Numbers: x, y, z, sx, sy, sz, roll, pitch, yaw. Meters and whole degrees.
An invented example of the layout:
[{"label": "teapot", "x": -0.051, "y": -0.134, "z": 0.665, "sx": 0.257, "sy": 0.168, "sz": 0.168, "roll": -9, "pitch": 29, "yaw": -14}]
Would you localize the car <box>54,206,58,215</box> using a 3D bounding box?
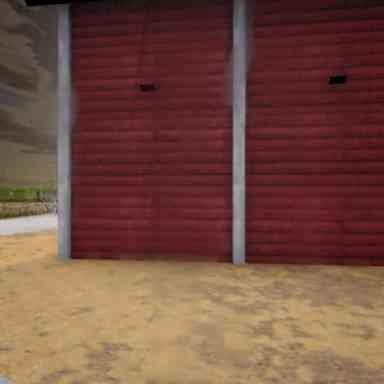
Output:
[{"label": "car", "x": -13.887, "y": 1.764, "z": 37.975, "sx": 2.128, "sy": 1.511, "sz": 4.902, "roll": 0, "pitch": 0, "yaw": 5}]
